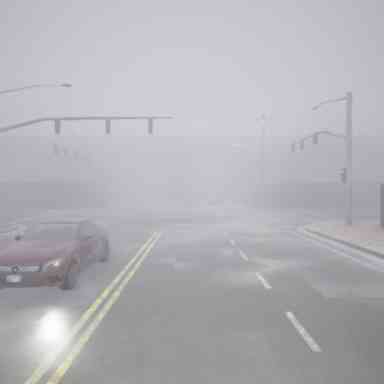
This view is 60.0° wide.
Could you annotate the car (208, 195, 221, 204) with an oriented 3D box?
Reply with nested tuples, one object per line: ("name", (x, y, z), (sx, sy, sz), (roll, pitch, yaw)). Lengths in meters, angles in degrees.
("car", (3.497, 1.132, 51.952), (2.128, 1.511, 4.902), (0, 0, 0))

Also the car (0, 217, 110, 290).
("car", (-3.544, 1.463, 9.025), (1.812, 1.442, 4.674), (0, 1, 1))

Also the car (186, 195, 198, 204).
("car", (-0.003, 1.188, 51.950), (2.033, 1.411, 5.357), (0, 0, 0))
